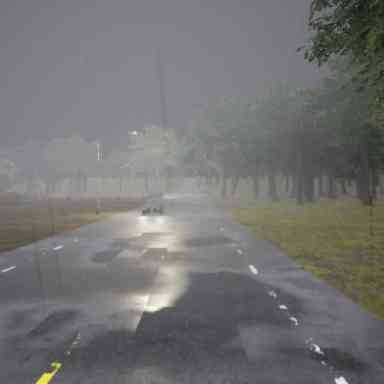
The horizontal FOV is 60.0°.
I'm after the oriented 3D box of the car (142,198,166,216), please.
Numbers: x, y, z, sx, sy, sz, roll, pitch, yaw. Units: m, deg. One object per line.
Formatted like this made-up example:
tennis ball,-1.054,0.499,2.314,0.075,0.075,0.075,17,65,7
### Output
car,-3.501,1.353,31.025,1.837,1.490,4.892,0,0,0
